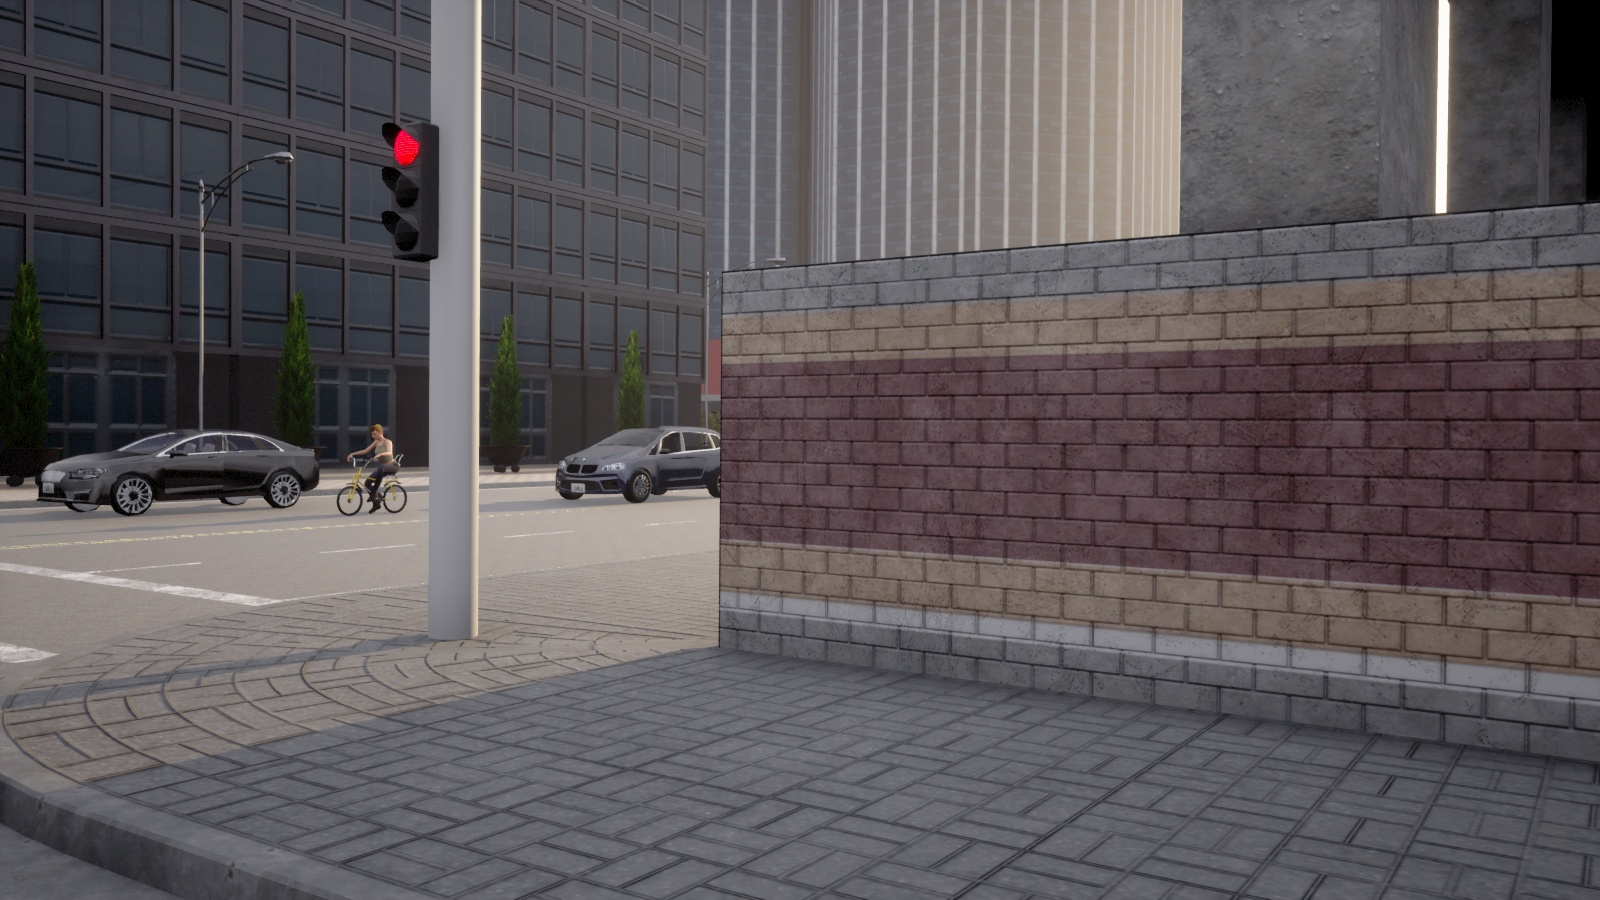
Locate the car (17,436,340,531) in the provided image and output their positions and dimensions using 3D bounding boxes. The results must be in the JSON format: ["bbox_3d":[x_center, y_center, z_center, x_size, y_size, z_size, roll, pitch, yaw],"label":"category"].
[{"bbox_3d":[-11.276,0.529,23.165,2.128,1.511,4.902,0,1,34],"label":"car"}]

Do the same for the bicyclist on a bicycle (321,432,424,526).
[{"bbox_3d":[-7.597,0.487,22.361,0.866,1.612,1.509,0,1,34],"label":"bicyclist on a bicycle"}]

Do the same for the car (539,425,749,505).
[{"bbox_3d":[-3.441,0.272,28.584,2.242,1.667,4.611,0,1,34],"label":"car"}]
